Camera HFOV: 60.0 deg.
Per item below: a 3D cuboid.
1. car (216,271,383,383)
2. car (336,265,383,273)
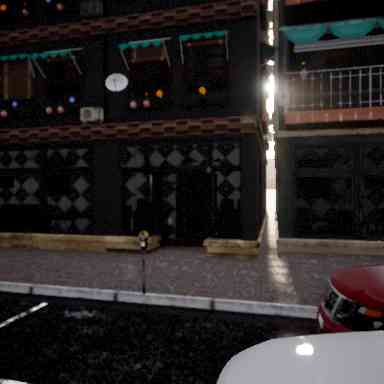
[{"bbox_3d":[2.439,1.521,2.063,4.674,1.442,1.812,0,0,13],"label":"car"},{"bbox_3d":[4.061,1.307,3.594,5.009,1.841,2.192,0,0,14],"label":"car"}]
